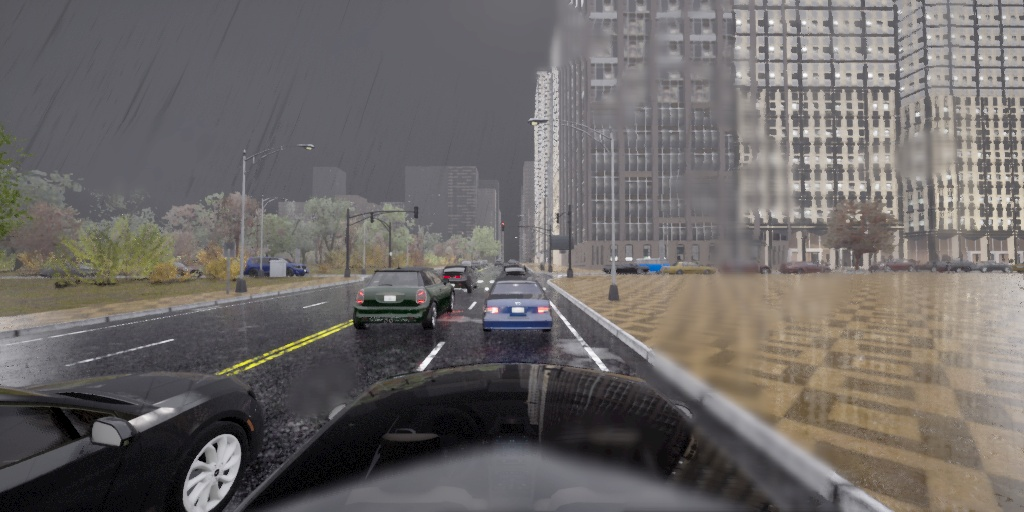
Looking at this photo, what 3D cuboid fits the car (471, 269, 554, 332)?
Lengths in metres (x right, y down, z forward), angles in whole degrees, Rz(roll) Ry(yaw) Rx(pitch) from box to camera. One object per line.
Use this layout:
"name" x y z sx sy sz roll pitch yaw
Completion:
"car" 0.121 1.305 10.839 2.033 1.411 5.357 0 0 0

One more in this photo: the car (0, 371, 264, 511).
"car" -3.152 1.255 1.245 1.837 1.490 4.892 0 0 0

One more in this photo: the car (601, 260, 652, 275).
"car" 12.140 1.393 38.668 4.718 1.301 1.895 0 -2 -1

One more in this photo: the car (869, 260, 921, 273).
"car" 43.992 1.158 41.580 4.097 1.591 1.967 0 0 -1

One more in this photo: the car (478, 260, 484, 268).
"car" -6.439 1.525 62.006 1.994 1.385 4.181 0 0 1

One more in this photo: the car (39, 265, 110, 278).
"car" -42.799 1.555 35.185 5.357 1.411 2.033 0 -2 1

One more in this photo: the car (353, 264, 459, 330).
"car" -3.132 1.110 11.320 2.097 1.767 4.553 0 0 0

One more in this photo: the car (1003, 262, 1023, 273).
"car" 49.893 0.971 33.605 4.829 1.417 1.751 0 0 -1

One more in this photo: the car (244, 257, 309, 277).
"car" -23.076 1.112 35.179 5.566 2.045 2.150 0 -2 -1

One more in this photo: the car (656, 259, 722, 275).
"car" 16.388 1.129 33.276 4.829 1.417 1.751 0 0 -1

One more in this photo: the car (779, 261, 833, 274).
"car" 27.387 1.130 33.388 4.207 1.307 1.802 0 0 -1

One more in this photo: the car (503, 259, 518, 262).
"car" 0.159 1.397 52.054 2.128 1.511 4.902 0 0 0

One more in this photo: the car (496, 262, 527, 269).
"car" 0.141 1.284 21.397 1.837 1.490 4.892 0 0 -1

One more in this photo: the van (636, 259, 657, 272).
"van" 16.025 1.193 41.295 3.998 1.789 1.690 0 0 -1

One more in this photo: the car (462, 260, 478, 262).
"car" -6.485 1.383 51.999 1.882 1.535 5.008 0 0 0

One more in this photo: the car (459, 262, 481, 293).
"car" -3.111 1.282 21.001 1.837 1.490 4.892 0 0 0

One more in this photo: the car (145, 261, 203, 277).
"car" -33.122 1.301 35.117 4.553 1.767 2.097 0 -2 0

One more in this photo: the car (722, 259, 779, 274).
"car" 21.802 1.015 33.331 4.097 1.591 1.967 0 0 -1

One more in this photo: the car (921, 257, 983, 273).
"car" 47.507 0.826 38.938 4.181 1.385 1.994 0 -2 -1
